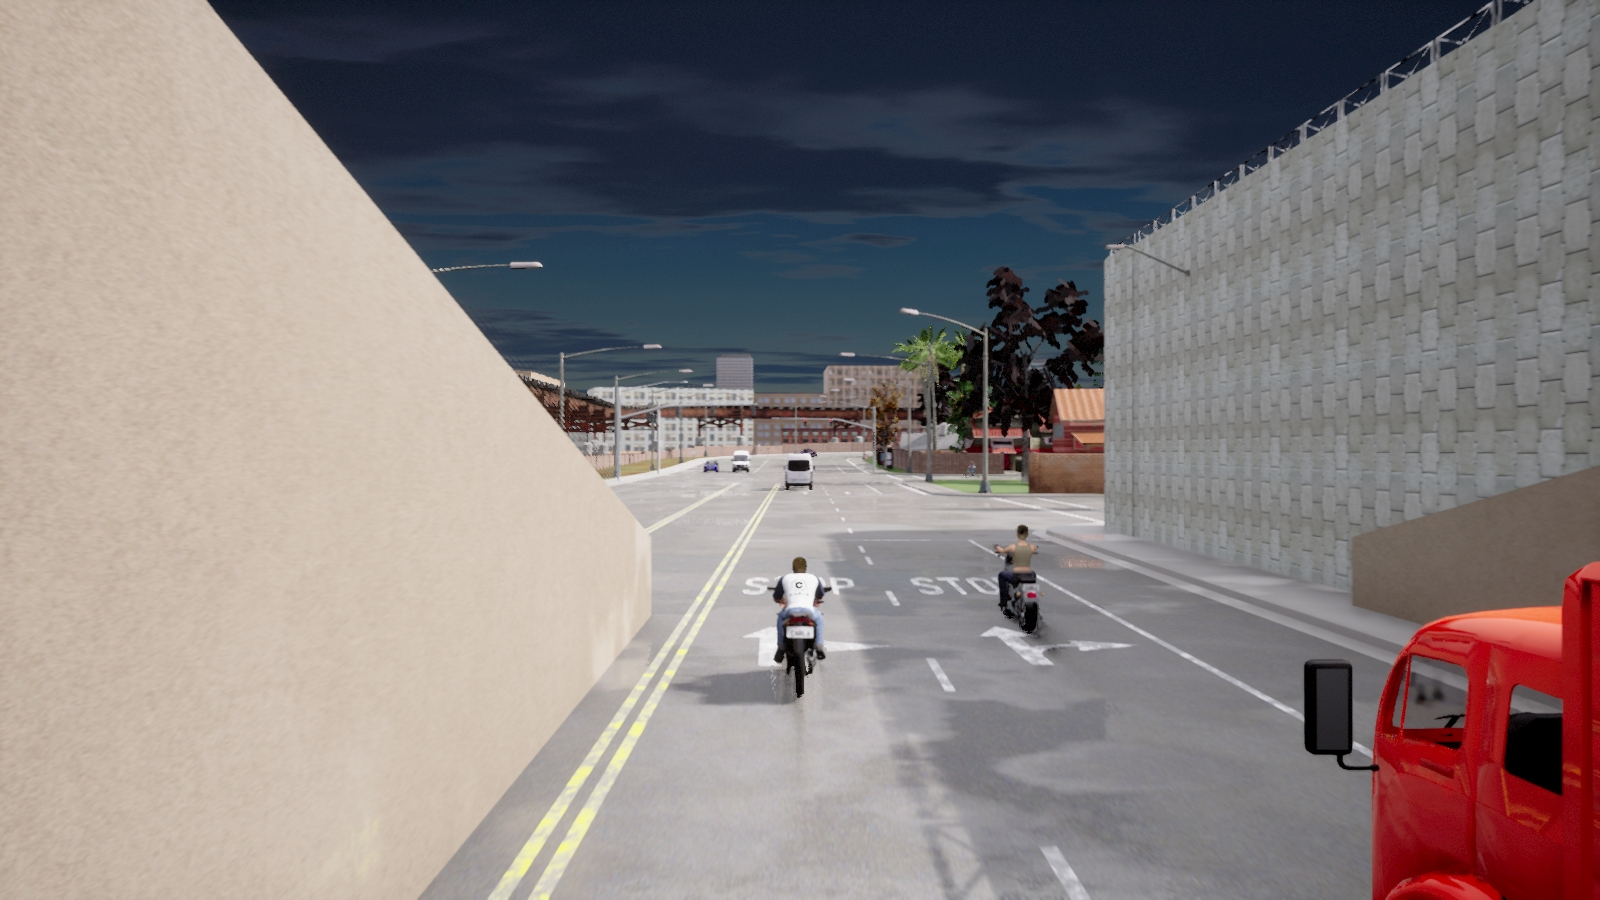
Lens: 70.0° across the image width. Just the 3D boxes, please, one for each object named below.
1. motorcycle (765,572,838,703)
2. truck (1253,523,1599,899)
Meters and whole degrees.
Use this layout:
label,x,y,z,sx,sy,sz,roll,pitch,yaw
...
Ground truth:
label,x,y,z,sx,sy,sz,roll,pitch,yaw
motorcycle,0.015,2.174,13.604,0.803,1.224,2.033,0,0,0
truck,3.496,1.561,2.889,2.627,2.467,5.204,0,0,0
